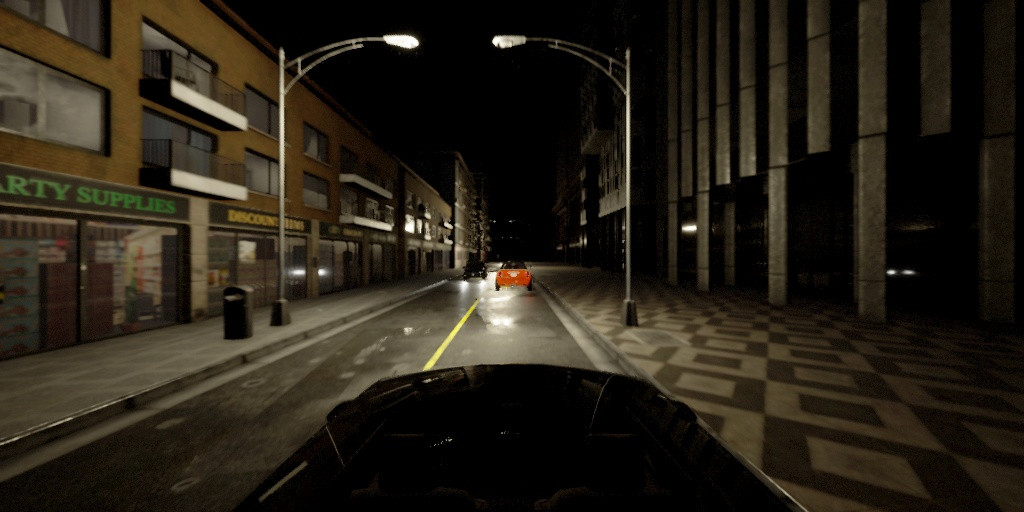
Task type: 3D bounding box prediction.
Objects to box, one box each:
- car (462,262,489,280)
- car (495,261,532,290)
[{"bbox_3d":[-3.092,1.254,30.906,1.837,1.490,4.892,0,0,0],"label":"car"},{"bbox_3d":[0.096,1.091,22.237,2.097,1.767,4.553,0,0,0],"label":"car"}]
